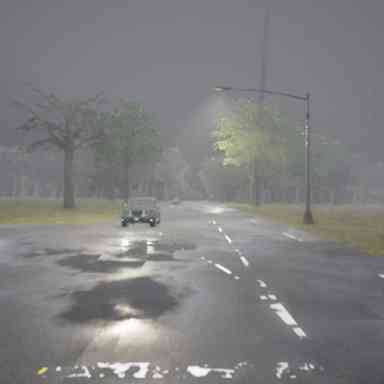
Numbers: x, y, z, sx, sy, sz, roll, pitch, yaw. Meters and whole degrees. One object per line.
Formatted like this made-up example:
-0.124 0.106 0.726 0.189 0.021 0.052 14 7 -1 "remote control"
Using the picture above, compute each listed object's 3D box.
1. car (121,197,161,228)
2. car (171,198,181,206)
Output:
-3.456 1.377 23.518 2.150 2.045 5.566 0 -1 0 "car"
-3.462 2.163 71.495 1.837 1.490 4.892 0 -1 1 "car"
